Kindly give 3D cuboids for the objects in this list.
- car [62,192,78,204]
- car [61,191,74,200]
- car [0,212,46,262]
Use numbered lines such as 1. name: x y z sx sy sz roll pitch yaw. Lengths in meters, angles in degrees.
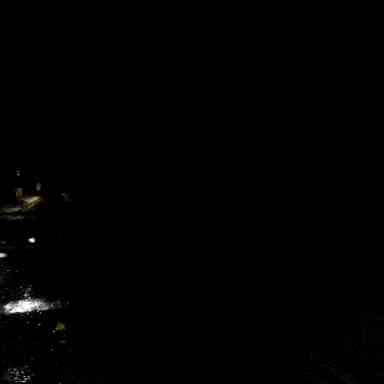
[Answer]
1. car: -17.263 0.928 47.153 1.812 1.442 4.674 2 0 -22
2. car: -23.320 0.685 62.094 2.128 1.511 4.902 2 0 -21
3. car: -5.953 1.378 11.054 1.895 1.301 4.718 2 0 -22
